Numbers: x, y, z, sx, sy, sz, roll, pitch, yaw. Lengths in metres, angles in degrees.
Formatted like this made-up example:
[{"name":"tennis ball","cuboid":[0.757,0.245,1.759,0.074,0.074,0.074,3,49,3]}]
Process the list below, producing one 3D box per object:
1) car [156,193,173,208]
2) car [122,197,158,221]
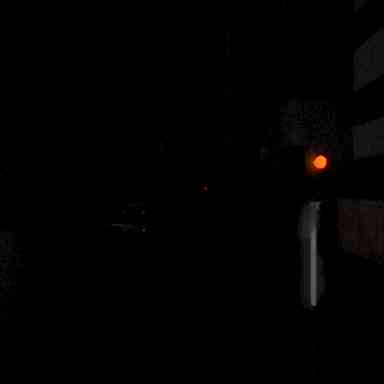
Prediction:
[{"name":"car","cuboid":[-4.138,1.208,47.540,2.150,2.045,5.566,0,0,0]},{"name":"car","cuboid":[-4.304,1.472,27.148,1.882,1.535,5.008,0,0,2]}]
